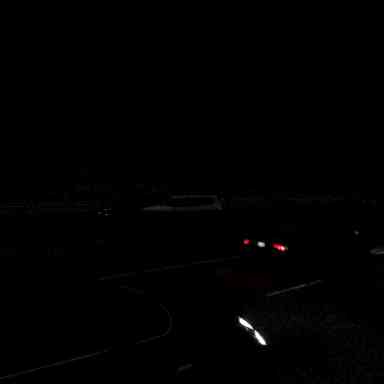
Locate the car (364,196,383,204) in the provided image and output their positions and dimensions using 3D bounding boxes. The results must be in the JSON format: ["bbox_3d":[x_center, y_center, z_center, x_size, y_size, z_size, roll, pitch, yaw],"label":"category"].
[{"bbox_3d":[27.913,1.457,50.325,4.892,1.490,1.837,0,0,-36],"label":"car"}]

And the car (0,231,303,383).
[{"bbox_3d":[-1.401,1.354,2.780,4.553,1.767,2.097,0,0,-35],"label":"car"}]

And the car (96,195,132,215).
[{"bbox_3d":[-4.727,1.228,26.542,5.566,2.045,2.150,0,0,-36],"label":"car"}]

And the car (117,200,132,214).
[{"bbox_3d":[-2.492,1.496,23.840,4.902,1.511,2.128,0,0,-36],"label":"car"}]

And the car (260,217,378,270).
[{"bbox_3d":[4.004,1.547,11.004,5.357,1.411,2.033,0,0,-36],"label":"car"}]

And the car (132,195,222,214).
[{"bbox_3d":[-0.579,1.224,20.905,5.566,2.045,2.150,0,0,-36],"label":"car"}]
